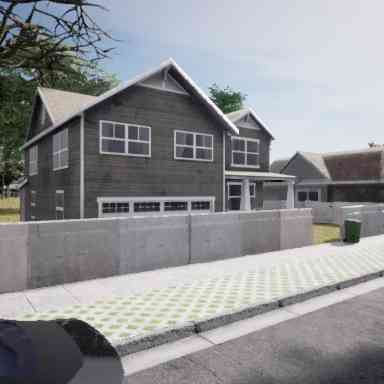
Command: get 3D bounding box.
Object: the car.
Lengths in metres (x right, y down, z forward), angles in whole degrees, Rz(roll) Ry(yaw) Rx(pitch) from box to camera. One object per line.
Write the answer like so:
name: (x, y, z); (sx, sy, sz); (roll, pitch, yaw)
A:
car: (-2.586, 1.491, 1.227); (4.902, 1.511, 2.128); (0, 0, -36)
